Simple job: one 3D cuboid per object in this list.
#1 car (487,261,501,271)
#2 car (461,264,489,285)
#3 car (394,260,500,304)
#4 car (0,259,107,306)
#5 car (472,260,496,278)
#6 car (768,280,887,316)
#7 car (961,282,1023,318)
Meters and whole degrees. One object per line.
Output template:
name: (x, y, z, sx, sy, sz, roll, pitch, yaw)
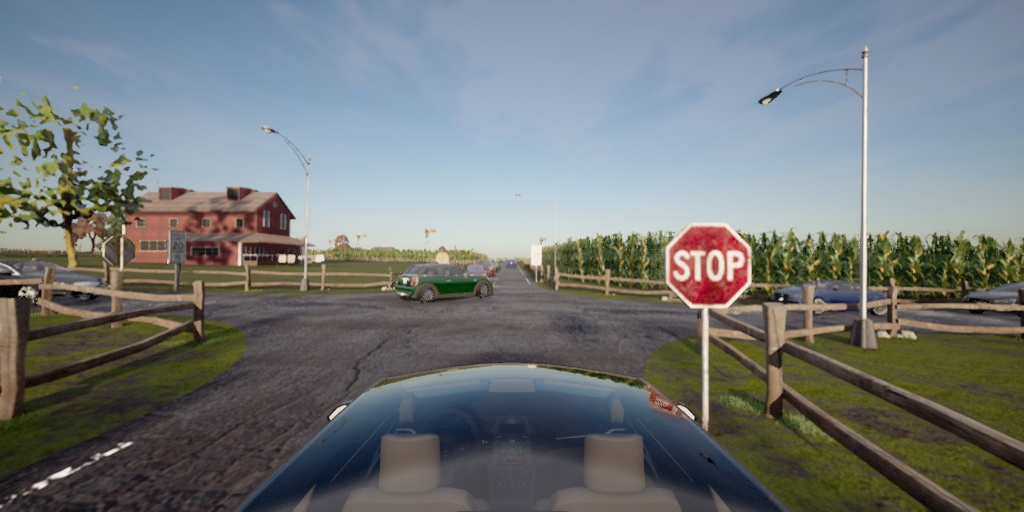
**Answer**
car: (-2.812, 1.575, 57.024, 1.994, 1.385, 4.181, 0, 0, 0)
car: (-2.841, 1.394, 28.442, 1.812, 1.442, 4.674, 0, 0, -1)
car: (-3.103, 1.160, 17.036, 4.553, 1.767, 2.097, 1, 0, -42)
car: (-17.509, 0.887, 12.788, 4.902, 1.511, 2.128, 1, -1, 0)
car: (-2.875, 1.264, 37.481, 2.097, 1.767, 4.553, 0, 0, 0)
car: (13.591, 1.733, 15.510, 4.181, 1.385, 1.994, 1, -1, -1)
car: (22.514, 1.880, 15.441, 4.892, 1.490, 1.837, 1, -1, 1)
